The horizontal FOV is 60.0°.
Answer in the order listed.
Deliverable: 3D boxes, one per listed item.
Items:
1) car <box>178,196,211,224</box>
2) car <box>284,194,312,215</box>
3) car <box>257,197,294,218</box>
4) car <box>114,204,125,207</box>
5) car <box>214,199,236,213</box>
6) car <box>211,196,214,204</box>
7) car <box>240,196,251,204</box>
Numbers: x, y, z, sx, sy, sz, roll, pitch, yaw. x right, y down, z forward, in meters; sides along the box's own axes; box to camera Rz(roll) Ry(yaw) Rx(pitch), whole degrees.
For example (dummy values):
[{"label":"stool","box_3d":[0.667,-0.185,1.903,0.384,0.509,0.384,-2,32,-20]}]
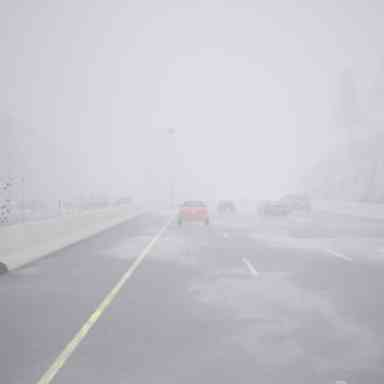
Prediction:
[{"label":"car","box_3d":[0.100,1.350,24.714,2.097,1.767,4.553,0,0,0]},{"label":"car","box_3d":[10.658,1.218,34.681,2.150,2.045,5.566,0,0,1]},{"label":"car","box_3d":[7.117,1.488,29.873,2.128,1.511,4.902,0,0,0]},{"label":"car","box_3d":[-9.761,1.496,48.027,1.837,1.490,4.892,0,0,5]},{"label":"car","box_3d":[3.706,1.502,36.566,1.837,1.490,4.892,0,0,2]},{"label":"car","box_3d":[3.334,1.519,65.578,1.812,1.442,4.674,0,0,12]},{"label":"car","box_3d":[10.439,1.557,65.028,1.994,1.385,4.181,0,0,12]}]
